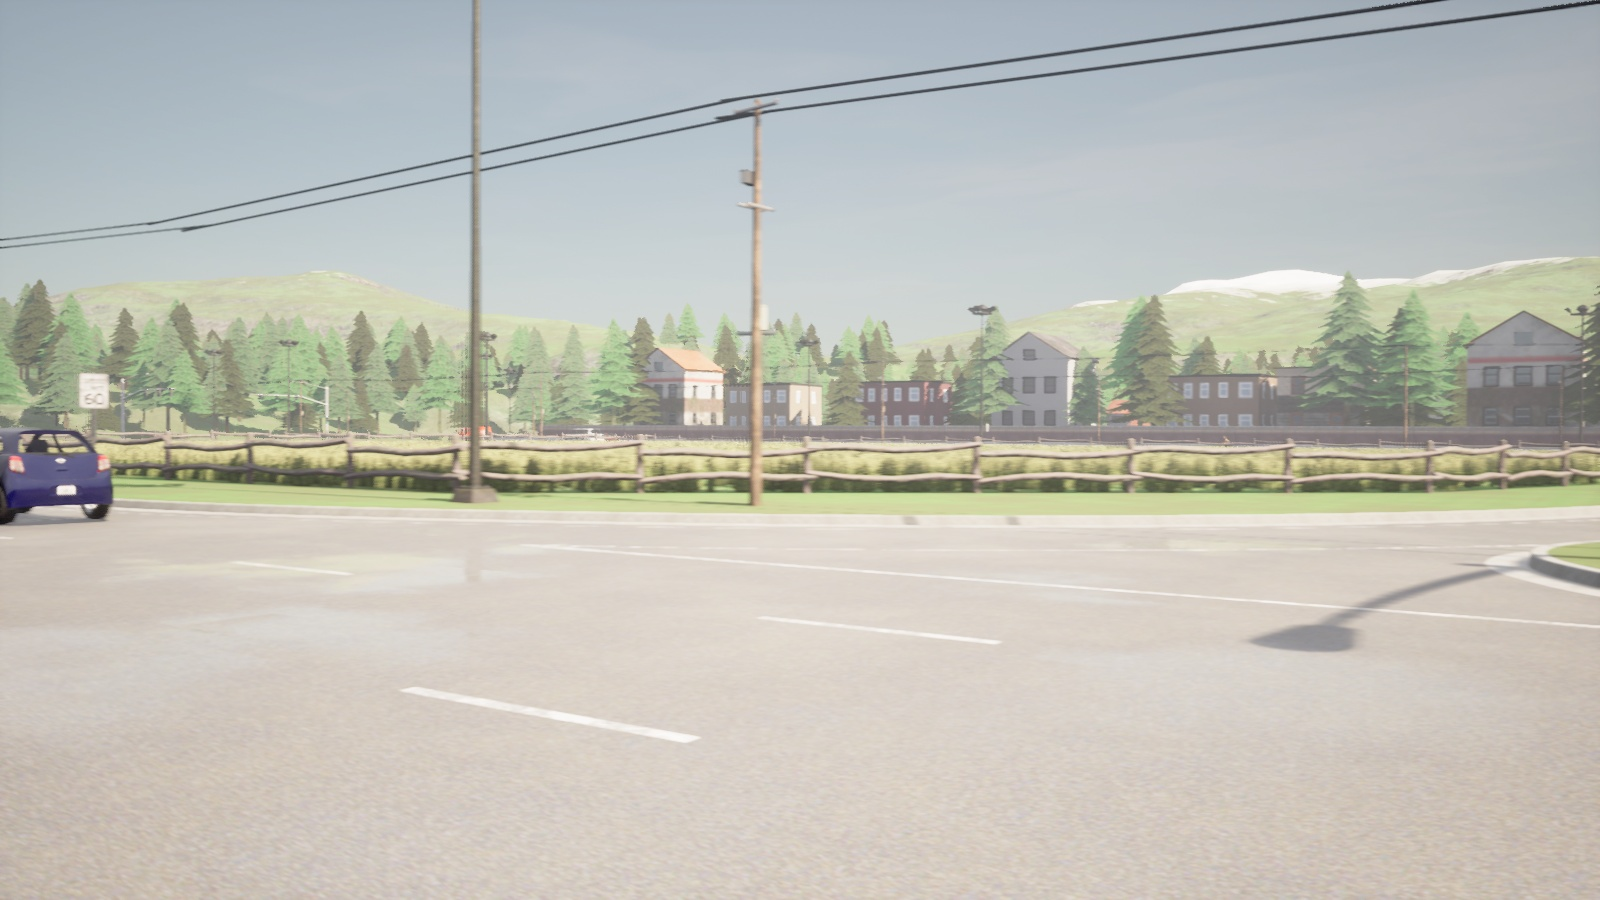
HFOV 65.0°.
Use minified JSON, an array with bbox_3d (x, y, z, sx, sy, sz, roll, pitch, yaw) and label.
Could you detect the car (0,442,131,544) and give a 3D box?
[{"bbox_3d":[-12.867,0.645,20.579,3.633,1.501,1.845,0,1,34],"label":"car"}]
